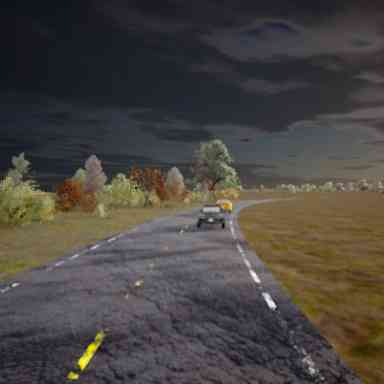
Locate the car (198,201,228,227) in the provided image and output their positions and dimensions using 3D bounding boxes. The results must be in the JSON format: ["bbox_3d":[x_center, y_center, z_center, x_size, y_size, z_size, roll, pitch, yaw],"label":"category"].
[{"bbox_3d":[1.437,1.636,23.579,1.812,1.442,4.674,0,0,6],"label":"car"}]

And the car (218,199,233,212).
[{"bbox_3d":[3.978,1.663,41.390,1.882,1.535,5.008,0,0,10],"label":"car"}]
